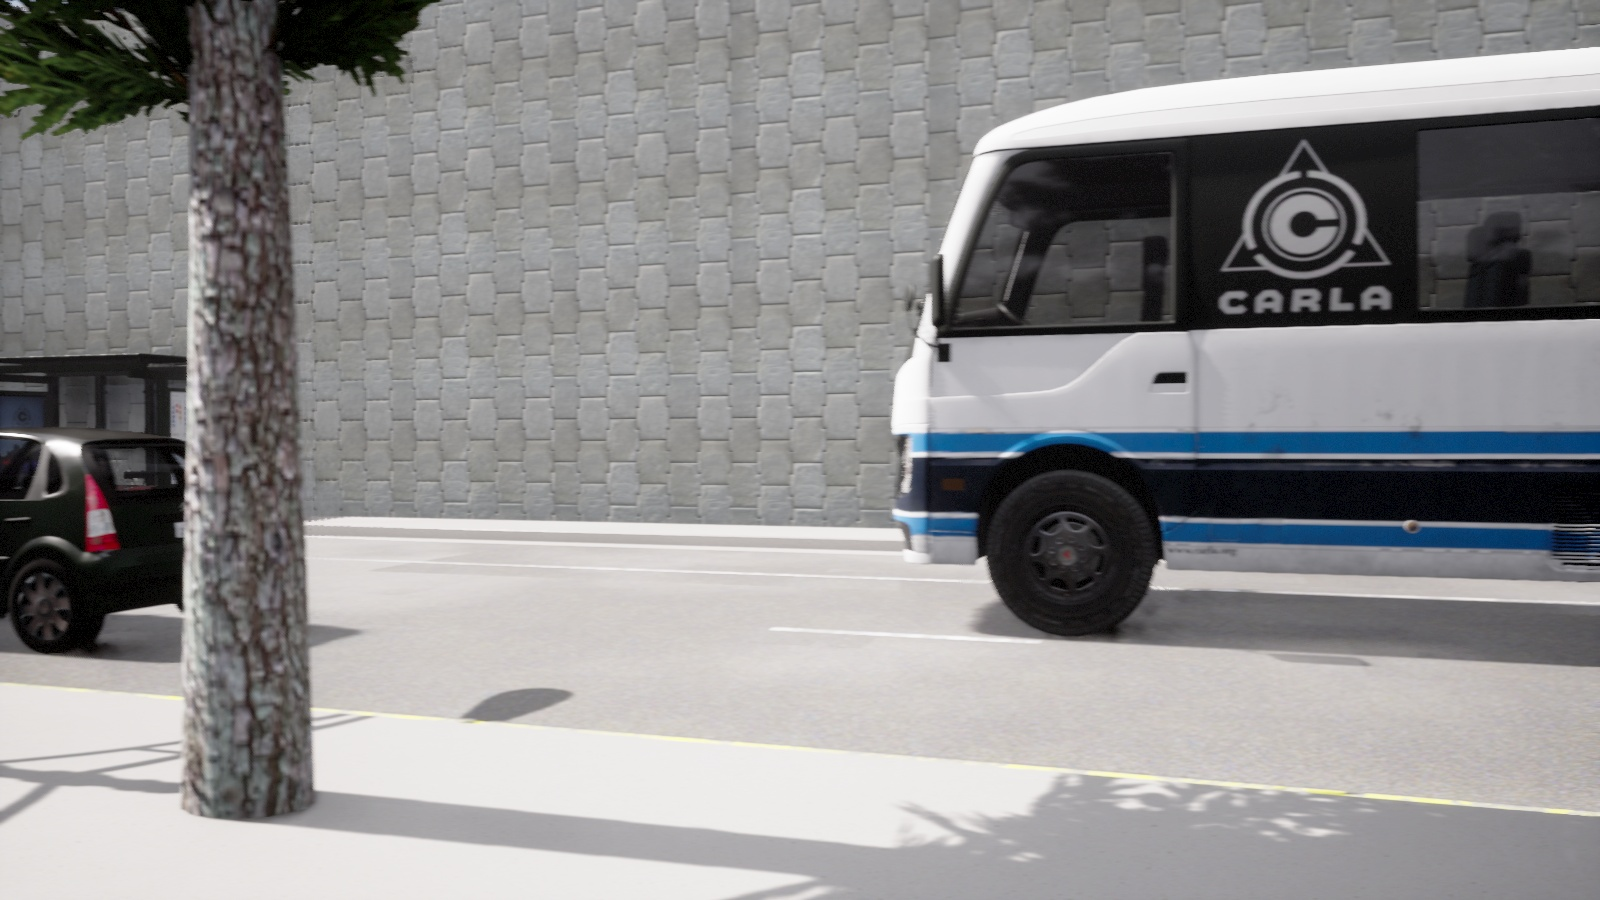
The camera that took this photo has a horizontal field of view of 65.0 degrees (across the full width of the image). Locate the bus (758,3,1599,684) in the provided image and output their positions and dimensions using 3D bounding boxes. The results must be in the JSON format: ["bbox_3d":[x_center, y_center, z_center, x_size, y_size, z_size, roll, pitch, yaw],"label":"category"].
[{"bbox_3d":[5.182,-0.689,9.869,10.273,4.253,3.944,1,1,19],"label":"bus"}]

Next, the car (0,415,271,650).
[{"bbox_3d":[-6.564,0.538,10.147,3.988,1.617,1.851,1,1,19],"label":"car"}]
